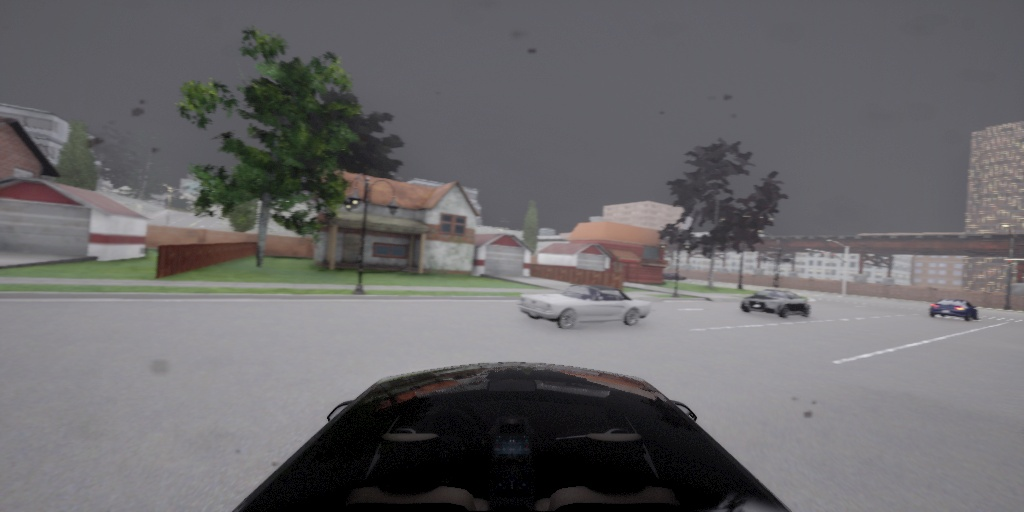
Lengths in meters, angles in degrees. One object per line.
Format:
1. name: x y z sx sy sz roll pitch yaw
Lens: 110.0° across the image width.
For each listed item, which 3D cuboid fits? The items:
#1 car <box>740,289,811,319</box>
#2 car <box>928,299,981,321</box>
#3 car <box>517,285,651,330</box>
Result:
1. car: 14.449 2.557 19.654 4.181 1.385 1.994 5 0 -31
2. car: 32.785 3.939 26.599 4.674 1.442 1.812 5 0 -30
3. car: 2.541 1.659 12.372 4.718 1.301 1.895 5 0 -31
